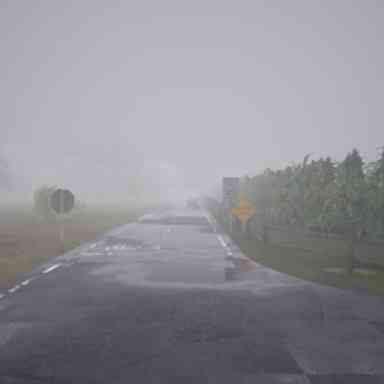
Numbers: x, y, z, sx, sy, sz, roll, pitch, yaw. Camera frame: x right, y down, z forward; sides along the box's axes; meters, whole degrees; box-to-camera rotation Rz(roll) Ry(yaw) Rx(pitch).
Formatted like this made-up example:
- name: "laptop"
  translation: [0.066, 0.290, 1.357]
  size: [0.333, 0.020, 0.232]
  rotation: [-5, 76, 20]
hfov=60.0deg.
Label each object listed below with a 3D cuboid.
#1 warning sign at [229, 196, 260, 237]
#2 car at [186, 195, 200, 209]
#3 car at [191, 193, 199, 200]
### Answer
- name: "warning sign"
  translation: [2.448, 1.117, 15.665]
  size: [1.300, 1.860, 1.060]
  rotation: [0, 0, 0]
- name: "car"
  translation: [0.102, 1.525, 45.582]
  size: [2.033, 1.411, 5.357]
  rotation: [0, 0, 0]
- name: "car"
  translation: [0.908, 1.223, 90.625]
  size: [2.097, 1.767, 4.553]
  rotation: [0, 0, 1]
